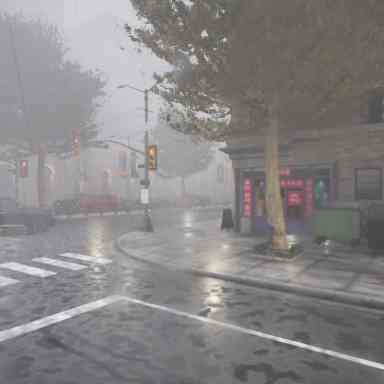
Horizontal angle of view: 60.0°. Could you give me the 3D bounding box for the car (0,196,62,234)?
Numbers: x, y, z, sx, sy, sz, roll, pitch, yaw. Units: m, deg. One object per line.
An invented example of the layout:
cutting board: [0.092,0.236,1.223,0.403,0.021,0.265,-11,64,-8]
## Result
car: [-10.111,1.221,17.404,5.566,2.045,2.150,0,1,-37]

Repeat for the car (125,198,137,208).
car: [-7.165,1.491,46.690,2.128,1.511,4.902,0,0,36]

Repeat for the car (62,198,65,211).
car: [-13.261,1.221,38.247,2.150,2.045,5.566,0,0,36]

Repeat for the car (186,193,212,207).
car: [1.266,1.352,52.373,2.097,1.767,4.553,0,0,36]

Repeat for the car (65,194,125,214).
car: [-10.422,1.221,36.201,2.150,2.045,5.566,0,0,36]

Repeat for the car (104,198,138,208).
car: [-10.186,1.594,47.892,1.895,1.301,4.718,0,0,36]

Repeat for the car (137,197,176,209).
car: [-4.677,1.525,44.158,1.812,1.442,4.674,0,0,36]

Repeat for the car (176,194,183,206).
car: [-0.919,1.221,55.329,2.150,2.045,5.566,0,0,36]
